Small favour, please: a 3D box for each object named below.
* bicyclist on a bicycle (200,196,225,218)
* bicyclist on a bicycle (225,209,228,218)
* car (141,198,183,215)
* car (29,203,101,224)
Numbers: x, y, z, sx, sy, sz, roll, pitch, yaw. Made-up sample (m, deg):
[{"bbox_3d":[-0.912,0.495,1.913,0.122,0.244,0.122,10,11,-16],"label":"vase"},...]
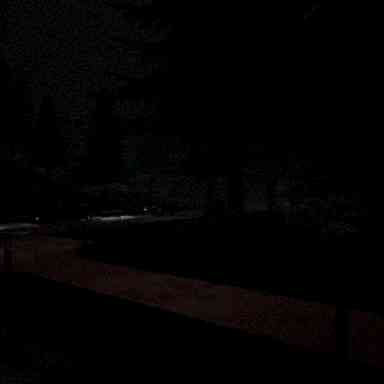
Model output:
[{"bbox_3d":[1.378,1.143,24.601,1.656,1.620,0.582,0,0,15],"label":"bicyclist on a bicycle"},{"bbox_3d":[1.940,1.144,25.082,1.656,1.620,0.582,0,0,22],"label":"bicyclist on a bicycle"},{"bbox_3d":[-2.807,1.331,32.077,2.128,1.511,4.902,0,0,36],"label":"car"},{"bbox_3d":[-8.884,1.440,23.608,1.895,1.301,4.718,0,0,36],"label":"car"}]
